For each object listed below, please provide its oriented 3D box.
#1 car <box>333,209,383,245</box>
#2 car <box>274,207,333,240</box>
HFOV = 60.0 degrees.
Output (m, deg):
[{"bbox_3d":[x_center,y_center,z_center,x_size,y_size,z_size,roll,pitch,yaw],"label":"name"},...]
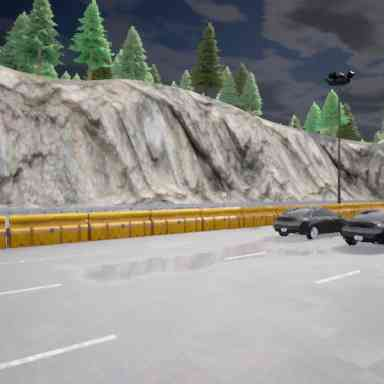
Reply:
[{"bbox_3d":[8.327,1.513,14.174,4.892,1.490,1.837,0,0,-36],"label":"car"},{"bbox_3d":[6.259,1.513,16.998,4.892,1.490,1.837,0,0,-36],"label":"car"}]
